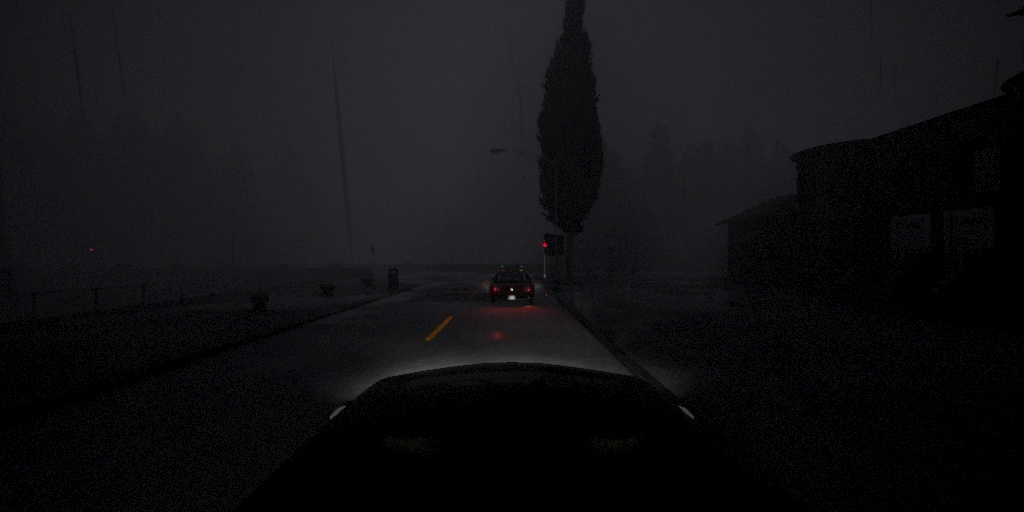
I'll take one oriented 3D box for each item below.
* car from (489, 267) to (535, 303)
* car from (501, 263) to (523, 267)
[{"bbox_3d":[0.000,1.364,16.530,1.895,1.301,4.718,0,0,0],"label":"car"},{"bbox_3d":[0.000,1.321,31.500,1.994,1.385,4.181,0,0,0],"label":"car"}]
